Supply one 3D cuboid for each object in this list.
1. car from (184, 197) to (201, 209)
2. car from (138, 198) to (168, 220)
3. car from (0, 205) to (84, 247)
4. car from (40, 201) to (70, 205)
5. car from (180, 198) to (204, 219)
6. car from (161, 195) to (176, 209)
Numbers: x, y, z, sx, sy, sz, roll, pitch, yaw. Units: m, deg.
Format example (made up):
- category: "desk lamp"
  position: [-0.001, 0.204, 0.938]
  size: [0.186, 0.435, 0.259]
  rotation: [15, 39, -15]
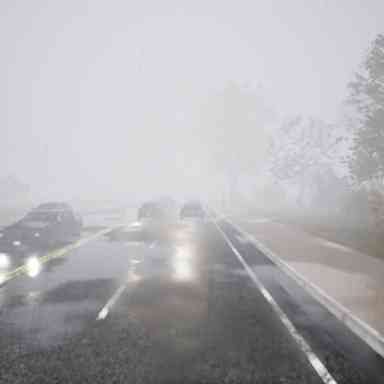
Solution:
- category: "car"
  position: [0.070, 1.447, 43.046]
  size: [1.994, 1.385, 4.181]
  rotation: [0, 0, 1]
- category: "car"
  position: [-3.234, 1.459, 26.964]
  size: [1.812, 1.442, 4.674]
  rotation: [0, 0, 0]
- category: "car"
  position: [-6.502, 1.513, 15.035]
  size: [2.033, 1.411, 5.357]
  rotation: [0, 0, 0]
- category: "car"
  position: [-9.812, 1.448, 23.342]
  size: [1.837, 1.490, 4.892]
  rotation: [0, 0, 1]
- category: "car"
  position: [0.024, 1.494, 28.033]
  size: [1.994, 1.385, 4.181]
  rotation: [0, 0, 1]
- category: "car"
  position: [-3.183, 1.234, 42.985]
  size: [2.097, 1.767, 4.553]
  rotation: [0, 0, 0]
